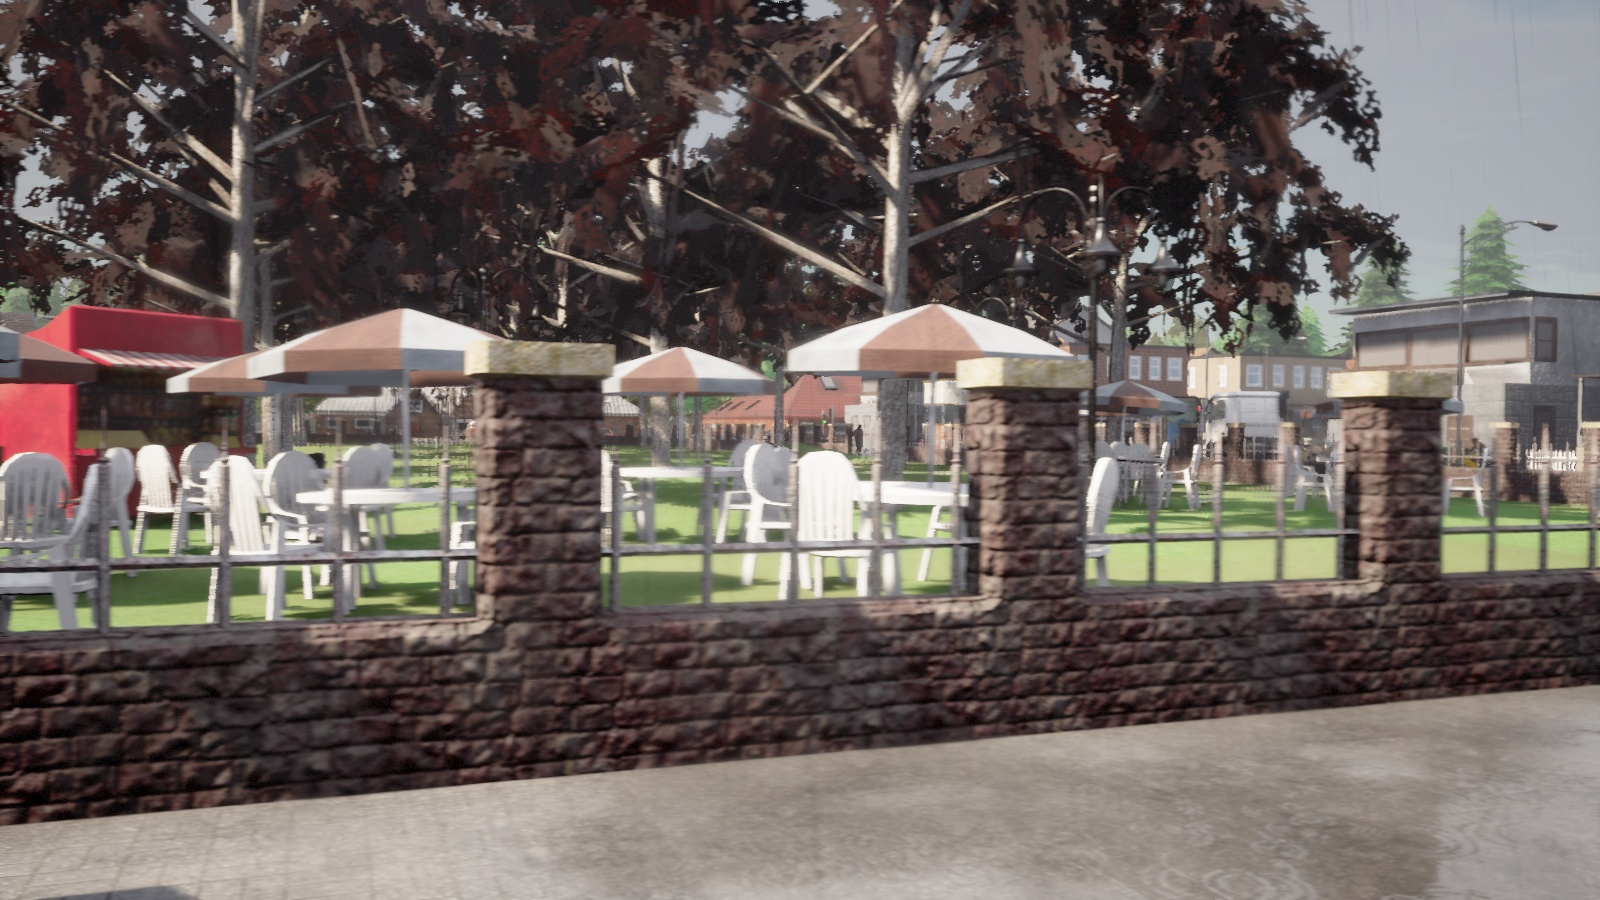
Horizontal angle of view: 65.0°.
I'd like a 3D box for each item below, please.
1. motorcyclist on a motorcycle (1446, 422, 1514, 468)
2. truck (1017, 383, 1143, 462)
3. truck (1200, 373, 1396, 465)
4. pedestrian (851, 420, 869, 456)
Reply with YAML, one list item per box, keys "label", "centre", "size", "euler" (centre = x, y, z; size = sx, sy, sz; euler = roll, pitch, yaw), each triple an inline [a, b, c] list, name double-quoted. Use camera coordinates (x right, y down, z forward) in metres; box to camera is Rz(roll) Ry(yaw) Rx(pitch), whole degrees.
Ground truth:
- label: "motorcyclist on a motorcycle"
  centre: [23.295, -0.172, 43.058]
  size: [0.797, 1.523, 2.044]
  euler: [-1, 1, -21]
- label: "truck"
  centre: [13.085, -1.293, 59.449]
  size: [2.891, 3.462, 7.936]
  euler: [-1, 1, -11]
- label: "truck"
  centre: [20.131, -1.237, 51.362]
  size: [2.891, 3.462, 7.936]
  euler: [-1, 1, -20]
- label: "pedestrian"
  centre: [3.305, -0.658, 69.420]
  size: [0.659, 1.952, 0.873]
  euler: [-1, 1, -21]
